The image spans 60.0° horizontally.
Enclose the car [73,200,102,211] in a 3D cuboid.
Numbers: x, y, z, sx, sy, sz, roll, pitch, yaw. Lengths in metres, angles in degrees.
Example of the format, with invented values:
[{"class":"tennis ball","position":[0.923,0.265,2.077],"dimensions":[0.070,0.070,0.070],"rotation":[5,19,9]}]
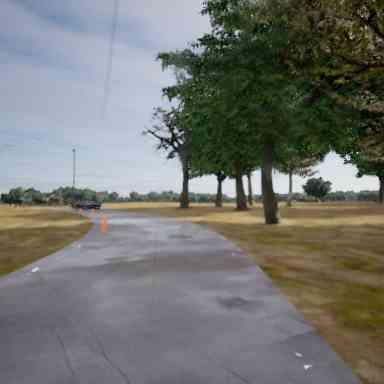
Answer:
[{"class":"car","position":[-12.840,1.659,40.729],"dimensions":[1.895,1.301,4.718],"rotation":[2,-2,-40]}]

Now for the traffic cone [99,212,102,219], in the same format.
[{"class":"traffic cone","position":[-7.615,1.915,27.829],"dimensions":[0.340,0.580,0.340],"rotation":[1,0,-22]}]

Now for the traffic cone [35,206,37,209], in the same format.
[{"class":"traffic cone","position":[-21.786,2.084,46.383],"dimensions":[0.340,0.580,0.340],"rotation":[-1,-3,38]}]

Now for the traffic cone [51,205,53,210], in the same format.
[{"class":"traffic cone","position":[-18.205,2.011,43.309],"dimensions":[0.340,0.580,0.340],"rotation":[-1,-3,44]}]
